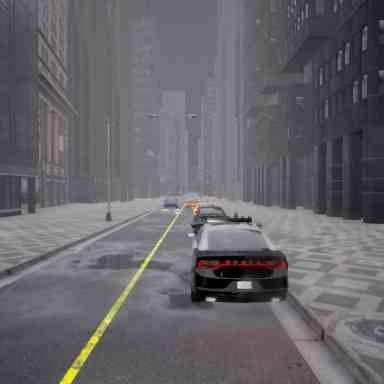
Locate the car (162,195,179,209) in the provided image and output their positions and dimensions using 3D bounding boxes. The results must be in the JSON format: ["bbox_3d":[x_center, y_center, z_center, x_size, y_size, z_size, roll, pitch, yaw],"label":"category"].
[{"bbox_3d":[-2.839,1.528,46.201,1.882,1.535,5.008,0,0,0],"label":"car"}]

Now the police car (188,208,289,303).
[{"bbox_3d":[0.927,1.426,8.411,1.930,1.638,5.238,0,0,0],"label":"police car"}]

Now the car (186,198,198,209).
[{"bbox_3d":[0.190,1.530,47.070,1.882,1.535,5.008,0,0,1],"label":"car"}]

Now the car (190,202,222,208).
[{"bbox_3d":[0.962,1.514,18.302,1.837,1.490,4.892,0,0,0],"label":"car"}]

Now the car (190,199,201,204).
[{"bbox_3d":[0.984,1.495,24.303,1.882,1.535,5.008,0,0,0],"label":"car"}]
